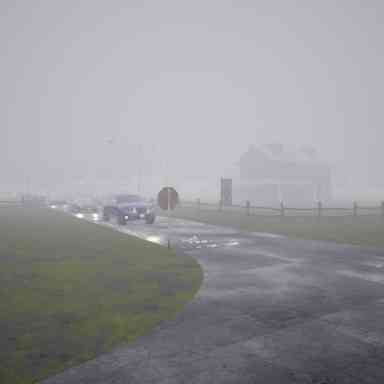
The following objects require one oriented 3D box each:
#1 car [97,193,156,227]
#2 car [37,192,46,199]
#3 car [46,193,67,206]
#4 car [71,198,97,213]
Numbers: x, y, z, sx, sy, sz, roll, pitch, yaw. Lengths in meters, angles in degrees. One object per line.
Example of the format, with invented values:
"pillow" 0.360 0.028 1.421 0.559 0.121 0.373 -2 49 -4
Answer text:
"car" -4.371 1.079 22.285 2.150 2.045 5.566 0 0 -31
"car" -35.029 0.889 79.723 2.128 1.511 4.902 0 0 -31
"car" -19.357 1.170 47.815 1.812 1.442 4.674 0 0 -31
"car" -10.800 1.292 33.169 1.812 1.442 4.674 0 0 -31
